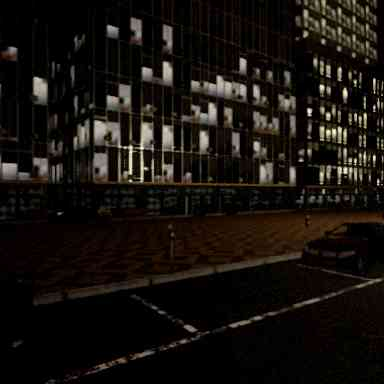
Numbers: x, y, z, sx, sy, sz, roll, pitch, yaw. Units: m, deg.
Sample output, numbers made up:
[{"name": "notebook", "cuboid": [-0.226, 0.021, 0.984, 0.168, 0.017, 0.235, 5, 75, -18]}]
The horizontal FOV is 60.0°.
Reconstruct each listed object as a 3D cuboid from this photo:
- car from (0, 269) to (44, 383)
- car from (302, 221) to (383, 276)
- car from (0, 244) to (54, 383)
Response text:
[{"name": "car", "cuboid": [-3.123, 1.504, 1.153, 4.892, 1.490, 1.837, 0, 0, -35]}, {"name": "car", "cuboid": [5.191, 1.587, 10.258, 4.206, 1.307, 1.802, 0, 0, -35]}, {"name": "car", "cuboid": [-4.042, 1.566, 3.679, 4.313, 1.339, 1.947, 0, 0, -35]}]
